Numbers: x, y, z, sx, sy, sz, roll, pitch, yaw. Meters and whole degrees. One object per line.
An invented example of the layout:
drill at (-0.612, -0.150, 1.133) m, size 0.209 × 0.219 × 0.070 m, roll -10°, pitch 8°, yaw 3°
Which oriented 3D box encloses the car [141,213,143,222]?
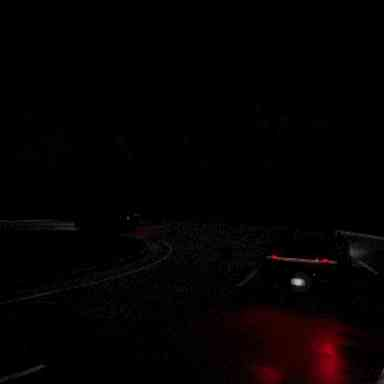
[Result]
car at (-6.566, 2.150, 28.549) m, size 4.902 × 1.511 × 2.128 m, roll -1°, pitch -2°, yaw 21°

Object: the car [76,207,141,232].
car at (-6.422, 1.926, 24.640) m, size 4.553 × 1.767 × 2.097 m, roll -1°, pitch -1°, yaw 28°

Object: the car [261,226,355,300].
car at (3.234, 1.672, 9.012) m, size 2.128 × 1.511 × 4.902 m, roll -1°, pitch -1°, yaw 26°
